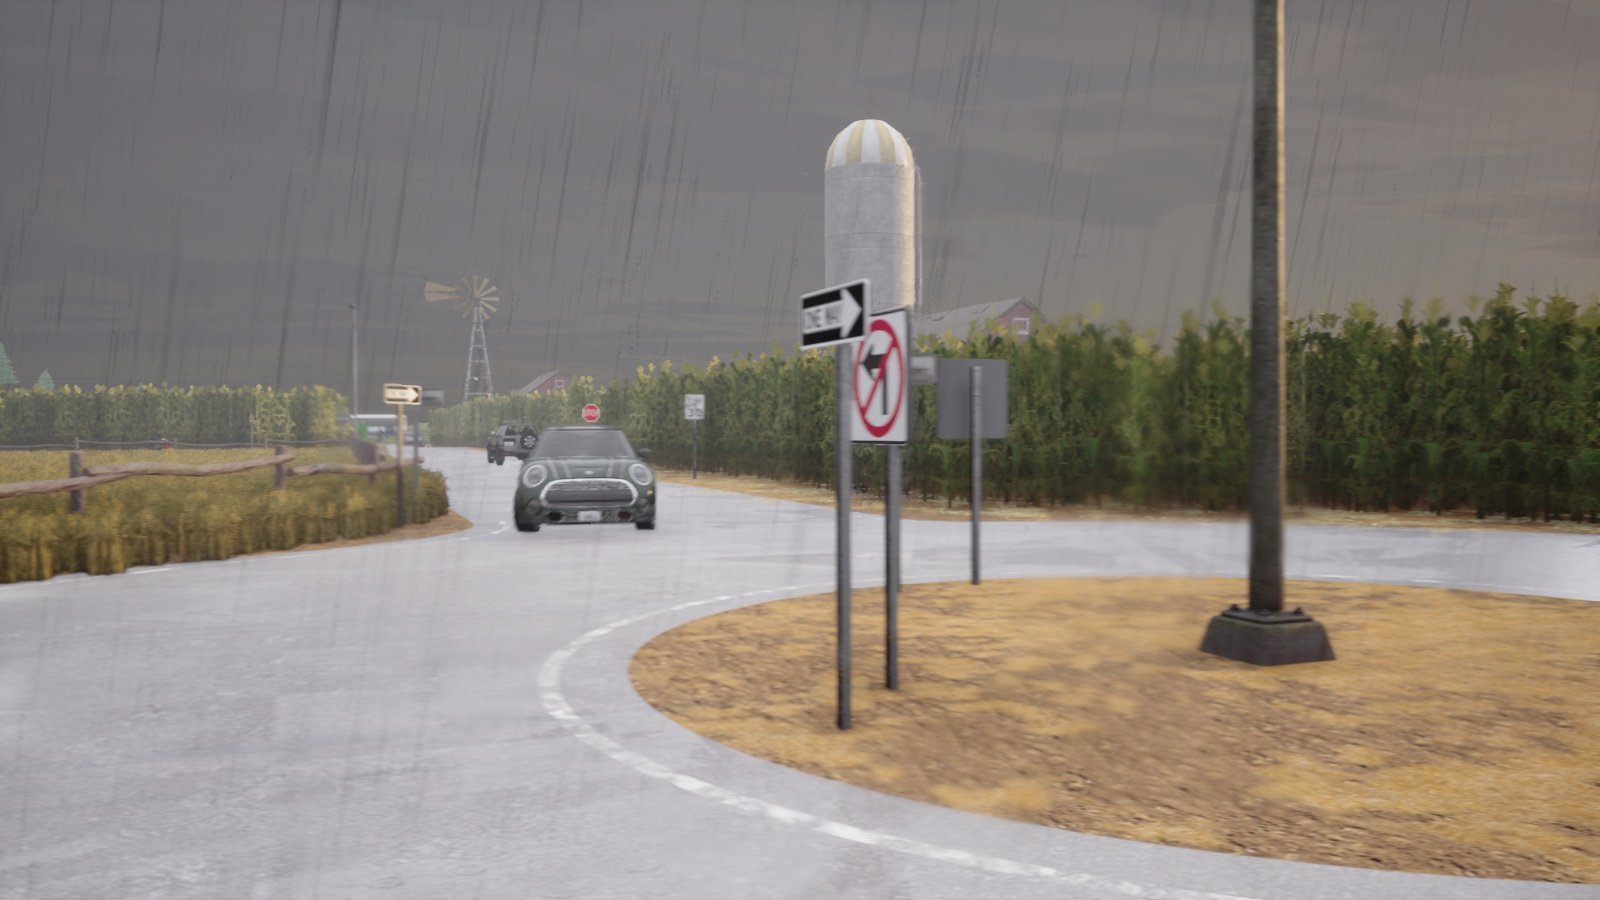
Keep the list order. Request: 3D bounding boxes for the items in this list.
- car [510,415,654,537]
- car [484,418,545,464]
[{"bbox_3d":[-3.658,0.341,20.736,2.097,1.767,4.553,0,1,-12],"label":"car"},{"bbox_3d":[-12.142,-0.412,53.202,1.932,1.855,4.605,0,2,-20],"label":"car"}]
